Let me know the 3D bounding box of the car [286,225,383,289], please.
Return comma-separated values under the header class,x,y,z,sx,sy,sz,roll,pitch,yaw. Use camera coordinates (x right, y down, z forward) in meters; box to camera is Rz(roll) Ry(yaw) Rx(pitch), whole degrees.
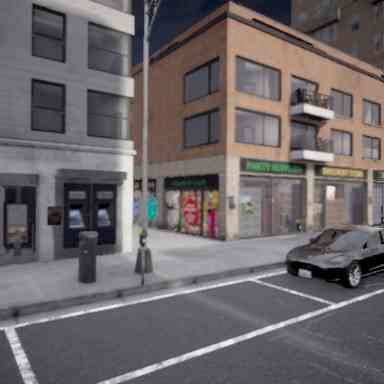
class,x,y,z,sx,sy,sz,roll,pitch,yaw
car,4.558,1.649,9.433,4.313,1.339,1.947,1,0,-35
